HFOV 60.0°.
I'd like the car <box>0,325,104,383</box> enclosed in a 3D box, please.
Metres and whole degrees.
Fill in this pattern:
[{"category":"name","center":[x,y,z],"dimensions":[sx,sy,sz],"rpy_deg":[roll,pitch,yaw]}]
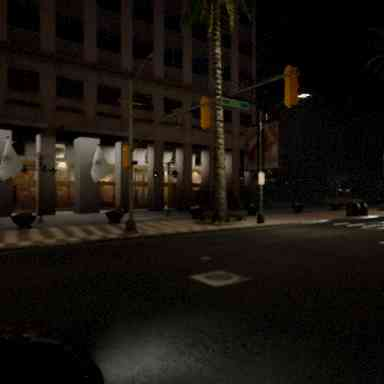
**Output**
[{"category":"car","center":[-2.878,1.507,1.668],"dimensions":[4.892,1.490,1.837],"rpy_deg":[0,0,-36]}]
